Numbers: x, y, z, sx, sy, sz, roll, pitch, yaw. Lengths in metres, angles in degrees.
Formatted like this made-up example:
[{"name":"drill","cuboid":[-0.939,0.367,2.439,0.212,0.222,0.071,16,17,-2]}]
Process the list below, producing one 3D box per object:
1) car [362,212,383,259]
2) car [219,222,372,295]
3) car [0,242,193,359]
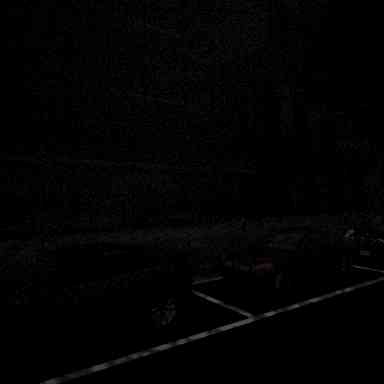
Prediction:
[{"name":"car","cuboid":[7.213,1.446,11.908,4.097,1.590,1.967,0,0,-35]},{"name":"car","cuboid":[2.622,1.584,8.633,4.206,1.307,1.802,0,0,-35]},{"name":"car","cuboid":[-1.968,1.565,5.358,4.313,1.339,1.947,0,0,-35]}]
